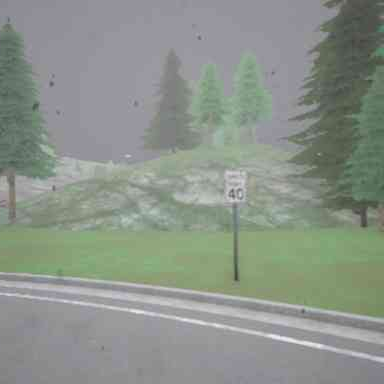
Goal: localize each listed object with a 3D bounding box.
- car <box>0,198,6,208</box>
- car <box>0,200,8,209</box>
[{"bbox_3d":[-32.392,1.845,53.051,1.882,1.535,5.008,-1,0,12],"label":"car"},{"bbox_3d":[-29.309,1.891,50.723,1.994,1.385,4.181,-1,0,12],"label":"car"}]
